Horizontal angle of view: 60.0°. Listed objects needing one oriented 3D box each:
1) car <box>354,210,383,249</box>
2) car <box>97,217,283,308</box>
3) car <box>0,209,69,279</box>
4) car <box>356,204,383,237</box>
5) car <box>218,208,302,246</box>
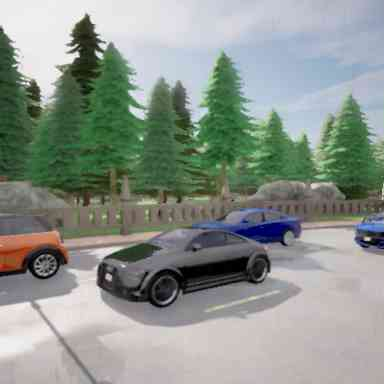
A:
[{"bbox_3d":[8.552,1.382,12.727,5.008,1.535,1.882,0,0,-21],"label":"car"},{"bbox_3d":[-0.063,1.535,7.914,4.181,1.385,1.994,0,0,-35],"label":"car"},{"bbox_3d":[-5.628,1.352,8.423,4.553,1.767,2.097,0,0,-33],"label":"car"},{"bbox_3d":[11.257,1.376,17.362,4.892,1.490,1.837,0,0,-16],"label":"car"},{"bbox_3d":[2.168,1.415,13.359,5.008,1.535,1.882,0,0,-29],"label":"car"}]
